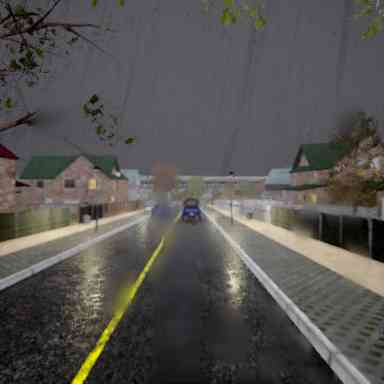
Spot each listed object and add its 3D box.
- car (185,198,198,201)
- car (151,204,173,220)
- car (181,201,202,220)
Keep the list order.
[{"bbox_3d":[-0.102,1.838,43.824,2.150,2.045,5.566,0,-1,0],"label":"car"},{"bbox_3d":[-2.970,1.937,33.168,1.882,1.535,5.008,0,-1,0],"label":"car"},{"bbox_3d":[-0.040,1.941,33.595,1.882,1.535,5.008,0,-1,0],"label":"car"}]
